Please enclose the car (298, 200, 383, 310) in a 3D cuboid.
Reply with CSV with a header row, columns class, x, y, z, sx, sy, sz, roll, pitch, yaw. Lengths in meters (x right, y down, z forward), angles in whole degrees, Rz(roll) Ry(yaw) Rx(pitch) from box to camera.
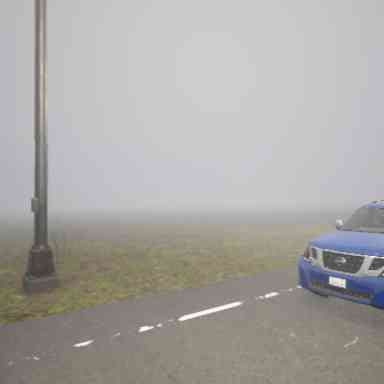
class,x,y,z,sx,sy,sz,roll,pitch,yaw
car,4.782,1.218,7.407,5.566,2.045,2.150,0,0,-36
